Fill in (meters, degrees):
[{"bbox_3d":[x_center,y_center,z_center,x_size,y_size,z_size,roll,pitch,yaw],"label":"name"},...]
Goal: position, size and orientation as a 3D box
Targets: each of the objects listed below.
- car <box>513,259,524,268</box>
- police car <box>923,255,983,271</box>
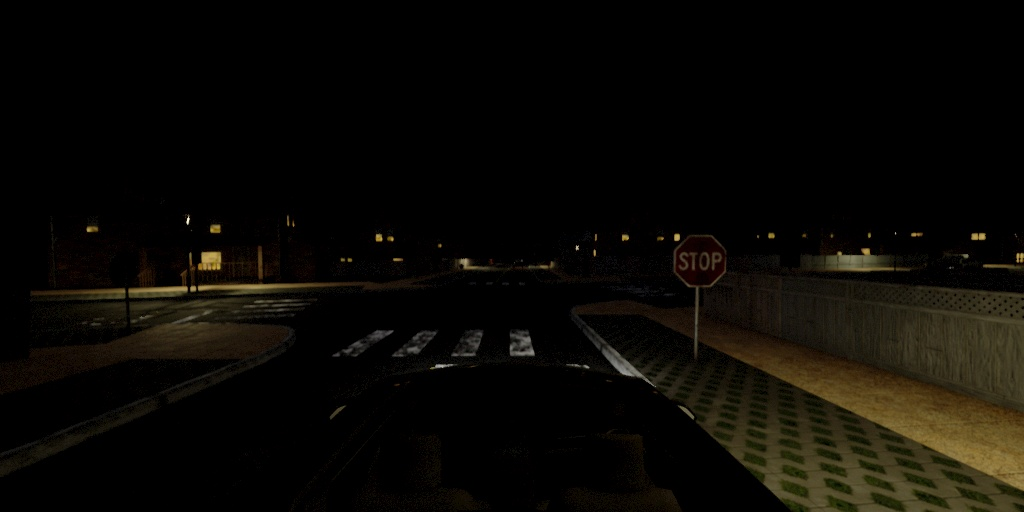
[{"bbox_3d":[1.110,1.356,63.609,2.128,1.511,4.902,0,0,2],"label":"car"},{"bbox_3d":[37.166,0.786,30.283,5.238,1.638,1.930,0,2,-17],"label":"police car"}]
